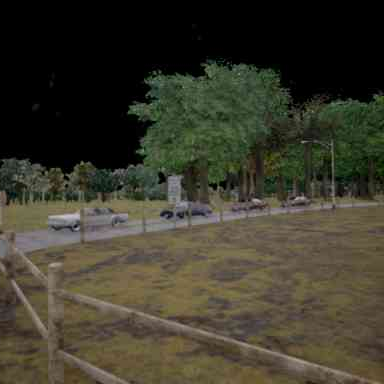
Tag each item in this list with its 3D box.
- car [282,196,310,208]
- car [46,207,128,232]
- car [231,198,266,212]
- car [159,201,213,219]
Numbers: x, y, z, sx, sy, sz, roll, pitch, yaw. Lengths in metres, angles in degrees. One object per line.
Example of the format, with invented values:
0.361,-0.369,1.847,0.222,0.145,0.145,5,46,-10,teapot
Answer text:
13.355,1.297,42.514,4.674,1.442,1.812,-1,-1,-41,car
-6.193,1.568,20.034,1.895,1.301,4.718,-2,-1,36,car
6.107,1.377,35.457,1.812,1.442,4.674,-2,-1,43,car
-0.342,1.464,27.887,2.033,1.411,5.357,-2,-1,38,car
